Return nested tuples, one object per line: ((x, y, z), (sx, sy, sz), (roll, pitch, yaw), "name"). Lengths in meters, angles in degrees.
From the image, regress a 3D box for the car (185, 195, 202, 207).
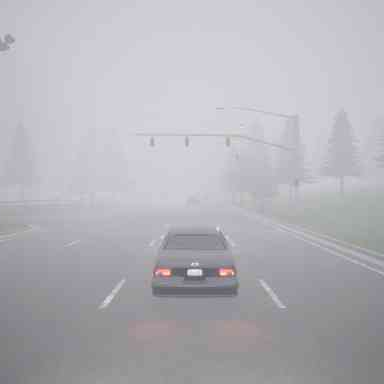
((0.046, 1.352, 52.754), (2.097, 1.767, 4.553), (0, 0, 0), "car")

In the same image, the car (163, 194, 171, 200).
((-6.914, 1.385, 93.823), (1.994, 1.385, 4.181), (0, 0, 0), "car")

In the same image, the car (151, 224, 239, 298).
((0.074, 1.547, 8.714), (2.033, 1.411, 5.357), (0, 0, 0), "car")

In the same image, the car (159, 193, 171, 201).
((-6.924, 1.217, 83.433), (2.150, 2.045, 5.566), (0, 0, 0), "car")

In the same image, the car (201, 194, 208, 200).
((3.586, 1.310, 93.813), (1.882, 1.535, 5.008), (0, 0, 0), "car")

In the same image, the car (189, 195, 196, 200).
((0.086, 1.540, 94.230), (2.033, 1.411, 5.357), (0, 0, 0), "car")

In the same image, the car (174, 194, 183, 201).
((-3.423, 1.517, 83.816), (1.812, 1.442, 4.674), (0, 0, 0), "car")

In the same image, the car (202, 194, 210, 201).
((3.576, 1.492, 83.393), (1.837, 1.490, 4.892), (0, 0, 0), "car")

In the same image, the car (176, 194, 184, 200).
((-3.414, 1.357, 93.820), (2.128, 1.511, 4.902), (0, 0, 0), "car")
